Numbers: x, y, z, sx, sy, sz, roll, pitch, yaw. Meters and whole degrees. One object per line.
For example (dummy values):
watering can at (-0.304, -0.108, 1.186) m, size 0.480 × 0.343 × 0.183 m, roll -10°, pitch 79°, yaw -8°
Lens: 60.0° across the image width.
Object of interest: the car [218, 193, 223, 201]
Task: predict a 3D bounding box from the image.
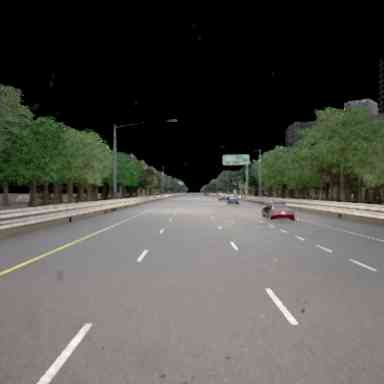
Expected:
car at (7.329, 1.565, 80.613) m, size 1.895 × 1.301 × 4.718 m, roll 0°, pitch 0°, yaw 0°

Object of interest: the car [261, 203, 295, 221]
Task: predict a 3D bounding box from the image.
car at (7.035, 1.568, 27.544) m, size 1.994 × 1.385 × 4.181 m, roll 0°, pitch 0°, yaw 0°

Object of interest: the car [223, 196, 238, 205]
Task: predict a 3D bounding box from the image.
car at (7.177, 1.520, 59.413) m, size 1.812 × 1.442 × 4.674 m, roll 0°, pitch 0°, yaw 0°
